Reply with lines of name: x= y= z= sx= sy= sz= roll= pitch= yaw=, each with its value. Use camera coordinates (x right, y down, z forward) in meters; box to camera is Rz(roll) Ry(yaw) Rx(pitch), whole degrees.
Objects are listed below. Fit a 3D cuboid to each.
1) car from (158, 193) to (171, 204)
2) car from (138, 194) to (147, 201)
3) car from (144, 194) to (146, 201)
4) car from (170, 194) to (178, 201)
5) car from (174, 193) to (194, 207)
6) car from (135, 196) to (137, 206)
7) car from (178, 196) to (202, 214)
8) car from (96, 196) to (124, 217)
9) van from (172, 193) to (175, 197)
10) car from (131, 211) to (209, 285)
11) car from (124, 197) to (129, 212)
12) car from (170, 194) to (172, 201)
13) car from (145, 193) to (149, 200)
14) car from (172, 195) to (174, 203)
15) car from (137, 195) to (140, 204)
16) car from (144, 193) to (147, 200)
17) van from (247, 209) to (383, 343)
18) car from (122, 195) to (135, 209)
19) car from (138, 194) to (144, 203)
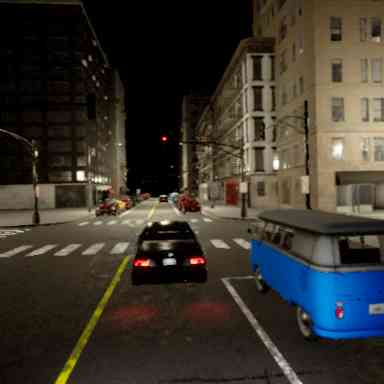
car: x=-5.338 y=1.462 z=62.793 sx=2.033 sy=1.411 sz=5.357 roll=-1 pitch=0 yaw=-5
car: x=-12.784 y=1.443 z=86.114 sx=1.967 sy=1.590 sz=4.097 roll=-1 pitch=0 yaw=-5
car: x=-11.369 y=1.594 z=69.947 sx=1.947 sy=1.339 sz=4.313 roll=-1 pitch=0 yaw=-5
car: x=-4.333 y=1.349 z=81.592 sx=1.752 sy=1.417 sz=4.829 roll=-1 pitch=0 yaw=-5
car: x=-0.558 y=1.203 z=38.310 sx=2.192 sy=1.841 sz=5.009 roll=-1 pitch=0 yaw=-5
car: x=-9.472 y=1.587 z=48.222 sx=1.752 sy=1.417 sz=4.829 roll=-1 pitch=0 yaw=-5
car: x=-0.082 y=1.440 z=32.922 sx=1.887 sy=1.381 sz=4.507 roll=-1 pitch=0 yaw=-5
car: x=-8.077 y=1.522 z=32.224 sx=1.967 sy=1.590 sz=4.097 roll=-1 pitch=0 yaw=-5
van: x=-1.969 y=1.207 z=54.478 sx=1.690 sy=1.788 sz=3.998 roll=-1 pitch=0 yaw=-5
car: x=-0.690 y=1.532 z=9.573 sx=2.033 sy=1.411 sz=5.357 roll=-1 pitch=0 yaw=-5
car: x=-8.531 y=1.601 z=37.444 sx=1.752 sy=1.417 sz=4.829 roll=-1 pitch=0 yaw=-5
car: x=-2.435 y=1.424 z=59.868 sx=1.947 sy=1.339 sz=4.313 roll=-1 pitch=0 yaw=-5
car: x=-12.316 y=1.326 z=80.724 sx=2.192 sy=1.841 sz=5.009 roll=-1 pitch=0 yaw=-5
car: x=-1.494 y=1.419 z=49.089 sx=1.887 sy=1.381 sz=4.507 roll=-1 pitch=0 yaw=-5
car: x=-9.957 y=1.619 z=53.780 sx=1.947 sy=1.339 sz=4.313 roll=-1 pitch=0 yaw=-5
car: x=-11.839 y=1.601 z=75.337 sx=1.802 sy=1.307 sz=4.206 roll=-1 pitch=0 yaw=-5
van: x=2.252 y=1.269 z=6.143 sx=1.690 sy=1.788 sz=3.998 roll=-1 pitch=0 yaw=-5
car: x=-9.021 y=1.383 z=43.001 sx=2.192 sy=1.841 sz=5.009 roll=-1 pitch=0 yaw=-5
car: x=-10.898 y=1.587 z=64.559 sx=2.008 sy=1.369 sz=4.403 roll=-1 pitch=0 yaw=-5
